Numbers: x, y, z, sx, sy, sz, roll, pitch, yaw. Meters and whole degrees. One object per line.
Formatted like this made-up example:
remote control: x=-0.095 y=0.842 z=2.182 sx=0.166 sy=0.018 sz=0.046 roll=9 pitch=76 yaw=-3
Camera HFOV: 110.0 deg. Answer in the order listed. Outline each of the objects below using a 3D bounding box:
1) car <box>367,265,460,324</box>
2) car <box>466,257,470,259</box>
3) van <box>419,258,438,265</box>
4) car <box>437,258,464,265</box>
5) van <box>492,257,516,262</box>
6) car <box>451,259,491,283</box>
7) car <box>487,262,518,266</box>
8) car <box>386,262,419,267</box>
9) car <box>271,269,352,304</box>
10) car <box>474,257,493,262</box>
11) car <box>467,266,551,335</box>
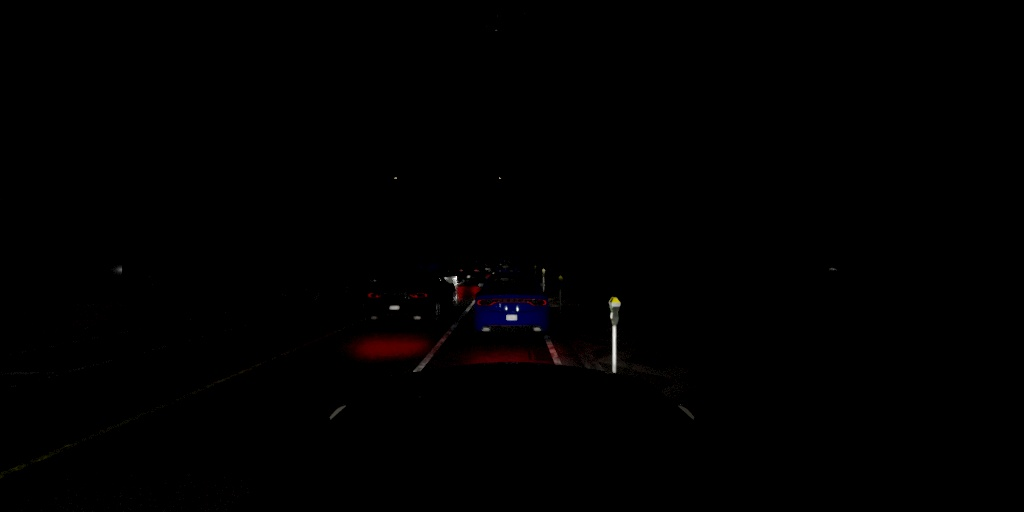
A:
car: x=-3.146 y=1.228 z=12.063 sx=1.882 sy=1.535 sz=5.008 roll=0 pitch=0 yaw=0
car: x=-8.908 y=1.320 z=61.393 sx=1.888 sy=1.381 sz=4.507 roll=0 pitch=0 yaw=0
van: x=-8.908 y=1.103 z=38.846 sx=1.690 sy=1.789 sz=3.998 roll=0 pitch=0 yaw=0
car: x=-6.231 y=1.267 z=37.643 sx=1.837 sy=1.490 sz=4.892 roll=0 pitch=0 yaw=0
van: x=-0.383 y=1.098 z=27.584 sx=1.690 sy=1.789 sz=3.998 roll=0 pitch=0 yaw=0
car: x=-3.063 y=1.249 z=27.822 sx=2.128 sy=1.511 sz=4.902 roll=0 pitch=0 yaw=0
car: x=-0.383 y=1.280 z=22.119 sx=1.751 sy=1.417 sz=4.829 roll=0 pitch=0 yaw=0
car: x=-8.908 y=1.323 z=27.572 sx=1.948 sy=1.339 sz=4.313 roll=0 pitch=0 yaw=0
car: x=-8.908 y=1.297 z=16.299 sx=1.888 sy=1.381 sz=4.507 roll=0 pitch=0 yaw=0
car: x=-3.060 y=1.257 z=43.517 sx=2.128 sy=1.511 sz=4.902 roll=0 pitch=0 yaw=0
car: x=-0.006 y=1.228 z=10.500 sx=1.882 sy=1.535 sz=5.008 roll=0 pitch=0 yaw=0
